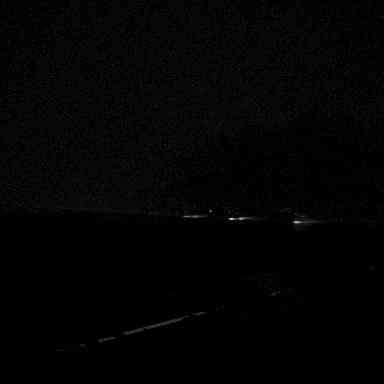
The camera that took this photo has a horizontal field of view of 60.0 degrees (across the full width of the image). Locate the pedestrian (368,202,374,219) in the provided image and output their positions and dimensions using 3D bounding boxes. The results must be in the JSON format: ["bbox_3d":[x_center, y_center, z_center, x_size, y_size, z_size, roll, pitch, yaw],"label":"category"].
[{"bbox_3d":[18.936,1.918,35.302,0.375,1.860,0.375,-2,1,-33],"label":"pedestrian"}]

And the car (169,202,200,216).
[{"bbox_3d":[-1.563,2.645,52.769,2.150,2.045,5.566,1,-2,-33],"label":"car"}]

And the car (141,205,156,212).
[{"bbox_3d":[-9.387,3.569,71.277,1.812,1.442,4.674,1,-2,-33],"label":"car"}]

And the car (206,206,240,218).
[{"bbox_3d":[4.297,2.581,43.789,1.837,1.490,4.892,1,-2,-33],"label":"car"}]

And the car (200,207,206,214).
[{"bbox_3d":[0.531,3.113,56.288,1.895,1.301,4.718,1,-2,-33],"label":"car"}]

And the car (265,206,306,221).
[{"bbox_3d":[9.818,2.259,35.353,1.812,1.442,4.674,1,-2,-33],"label":"car"}]
